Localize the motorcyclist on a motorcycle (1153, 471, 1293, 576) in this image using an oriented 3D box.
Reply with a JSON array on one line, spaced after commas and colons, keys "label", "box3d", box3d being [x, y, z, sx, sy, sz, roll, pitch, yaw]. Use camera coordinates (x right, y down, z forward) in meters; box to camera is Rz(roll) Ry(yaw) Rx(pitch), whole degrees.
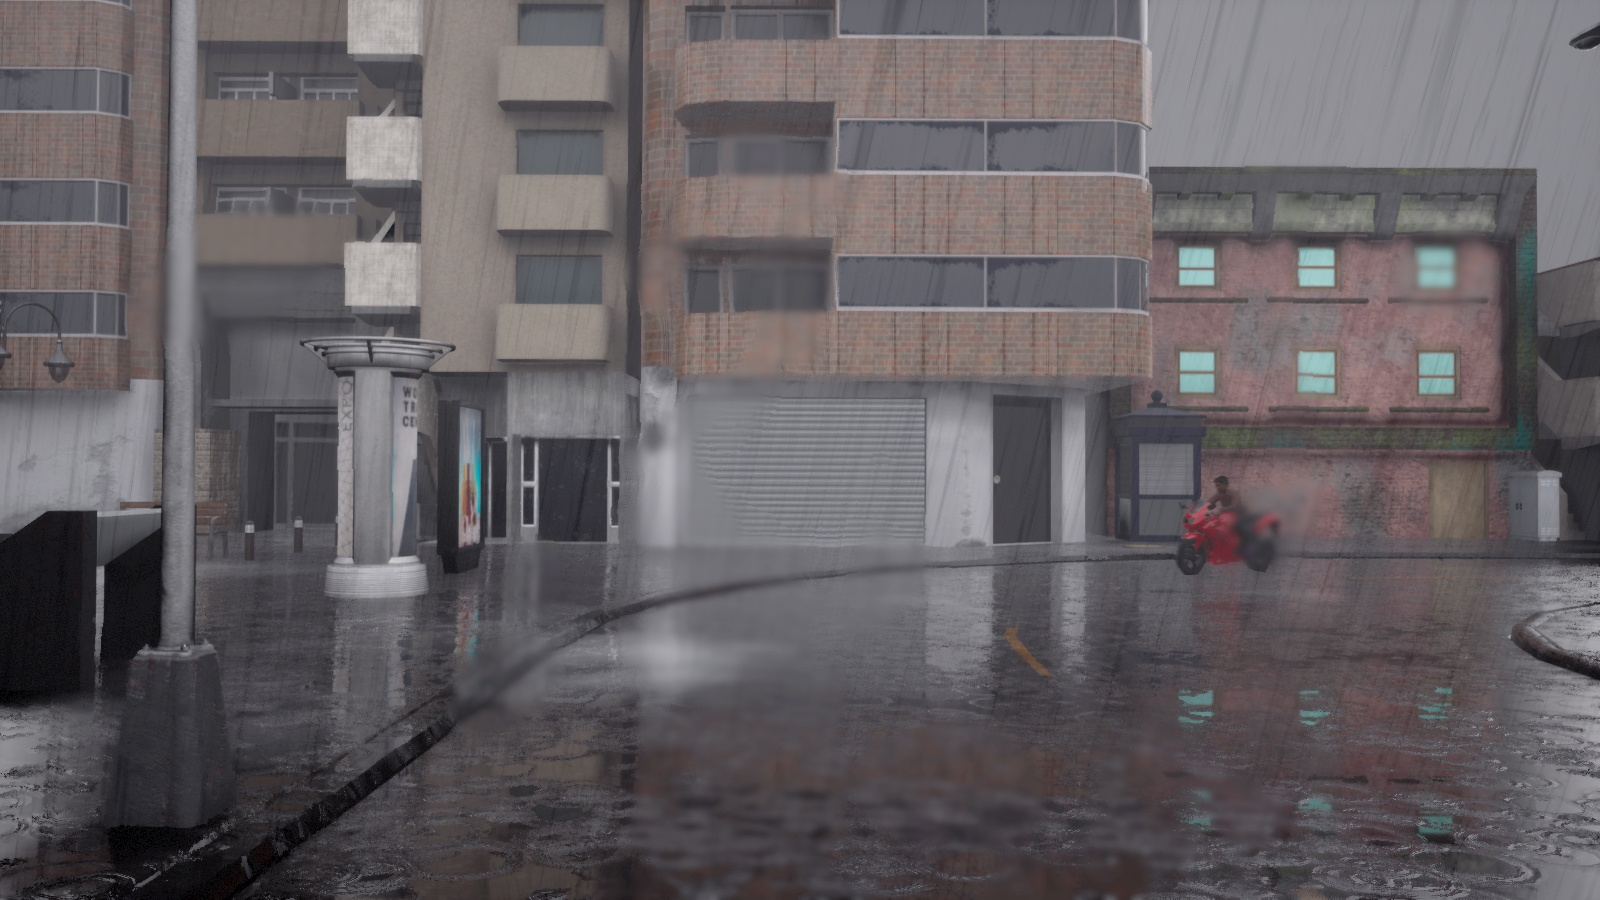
[{"label": "motorcyclist on a motorcycle", "box3d": [6.486, 1.098, 19.242, 2.044, 1.523, 0.797, 0, 0, -25]}]
